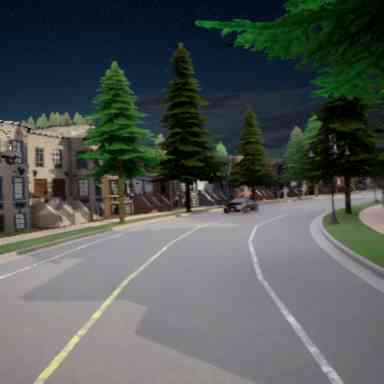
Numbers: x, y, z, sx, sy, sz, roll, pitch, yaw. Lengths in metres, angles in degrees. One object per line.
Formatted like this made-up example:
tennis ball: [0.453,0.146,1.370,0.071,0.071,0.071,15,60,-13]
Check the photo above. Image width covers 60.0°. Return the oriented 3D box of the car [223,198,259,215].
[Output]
car: [4.388,1.221,29.554,1.994,1.385,4.181,-2,0,32]
